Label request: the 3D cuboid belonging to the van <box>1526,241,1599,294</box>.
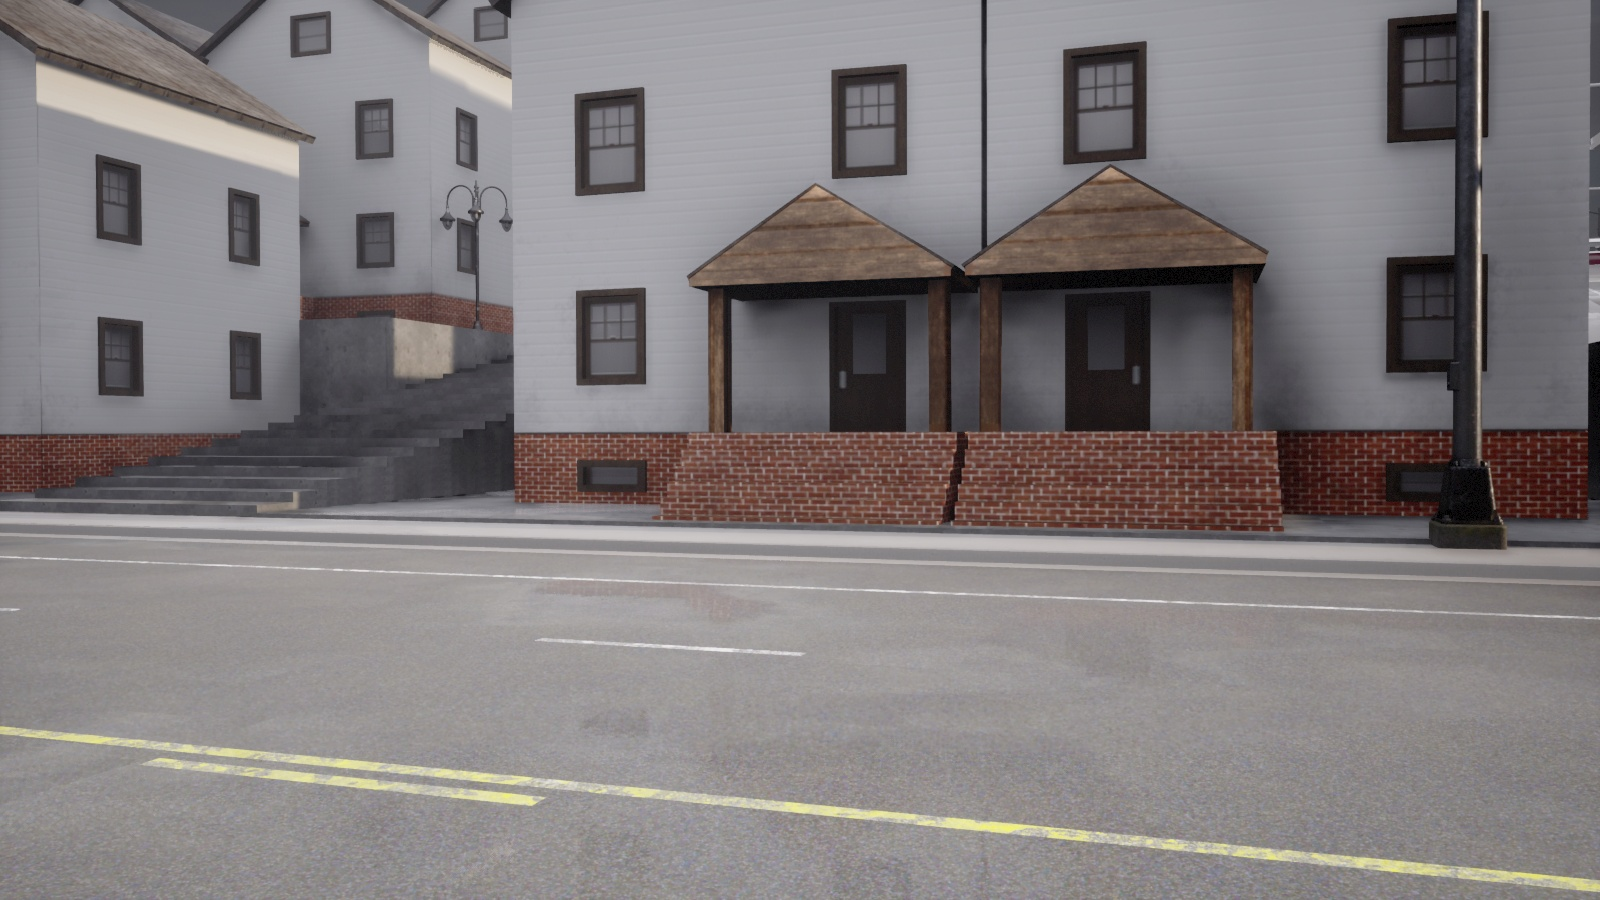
[{"bbox_3d":[35.671,-8.271,56.898,4.480,2.038,2.069,0,1,18],"label":"van"}]
